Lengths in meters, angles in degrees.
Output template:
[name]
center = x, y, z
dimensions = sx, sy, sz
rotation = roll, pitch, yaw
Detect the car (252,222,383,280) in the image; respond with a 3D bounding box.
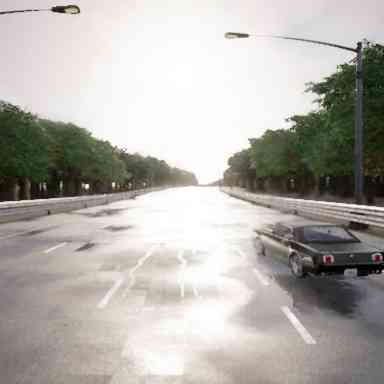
[car]
center = 3.318, 1.518, 9.773
dimensions = 1.895, 1.301, 4.718
rotation = 0, 0, -8
